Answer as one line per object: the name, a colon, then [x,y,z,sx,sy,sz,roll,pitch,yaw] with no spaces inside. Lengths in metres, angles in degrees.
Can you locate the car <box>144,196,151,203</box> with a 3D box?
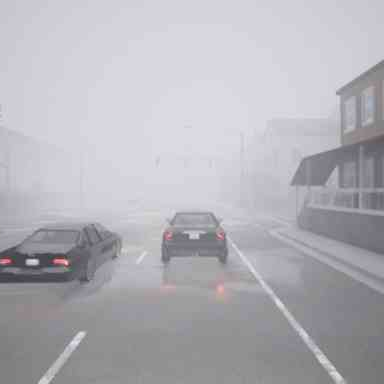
car: [-10.439,1.648,75.890,1.812,1.442,4.674,0,0,0]

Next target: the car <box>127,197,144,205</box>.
car: [-10.488,1.577,60.238,1.882,1.535,5.008,0,0,1]

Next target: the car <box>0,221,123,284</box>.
car: [-3.427,1.565,9.683,2.033,1.411,5.357,0,0,0]

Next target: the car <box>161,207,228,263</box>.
car: [0.087,1.373,12.282,2.097,1.767,4.553,0,0,0]
